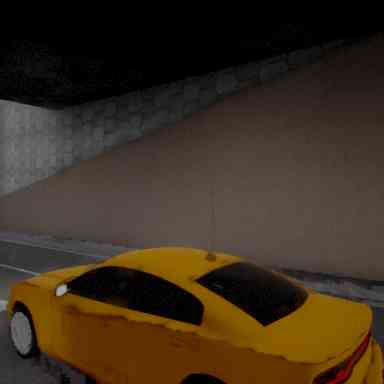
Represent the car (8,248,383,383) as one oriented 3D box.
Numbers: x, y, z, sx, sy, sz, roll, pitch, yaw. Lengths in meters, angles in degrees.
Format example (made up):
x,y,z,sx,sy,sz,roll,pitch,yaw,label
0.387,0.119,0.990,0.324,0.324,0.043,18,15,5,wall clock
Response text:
x,y,z,sx,sy,sz,roll,pitch,yaw,label
-0.448,1.477,4.257,5.008,1.535,1.882,0,0,36,car
